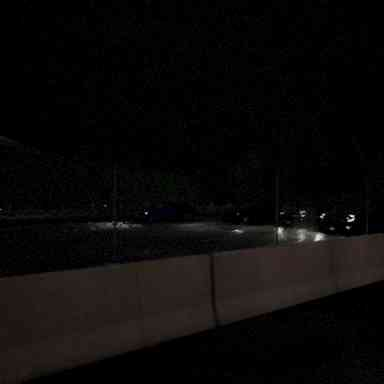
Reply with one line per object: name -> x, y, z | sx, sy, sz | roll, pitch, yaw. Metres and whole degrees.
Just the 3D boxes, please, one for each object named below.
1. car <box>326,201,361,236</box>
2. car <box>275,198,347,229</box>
car -> 9.125, 1.342, 18.473 | 4.553, 1.767, 2.097 | 1, 0, -34
car -> 7.863, 1.323, 21.837 | 4.553, 1.767, 2.097 | 1, 0, -34
